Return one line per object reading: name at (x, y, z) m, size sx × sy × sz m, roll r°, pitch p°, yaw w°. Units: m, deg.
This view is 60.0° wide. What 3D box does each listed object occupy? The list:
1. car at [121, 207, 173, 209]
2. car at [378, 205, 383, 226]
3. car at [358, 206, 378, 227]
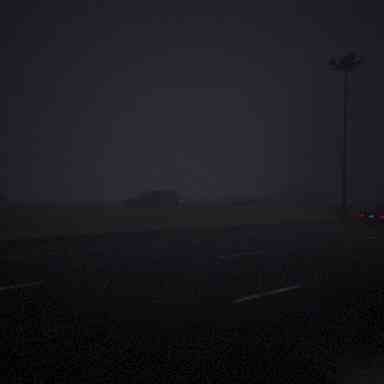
car at (-3.666, 0.880, 30.716) m, size 5.566 × 2.045 × 2.150 m, roll 0°, pitch 0°, yaw -31°
car at (10.766, 1.276, 14.770) m, size 4.553 × 1.767 × 2.097 m, roll 0°, pitch 1°, yaw -29°
car at (12.305, 1.429, 19.842) m, size 5.357 × 1.411 × 2.033 m, roll 0°, pitch 1°, yaw -27°
